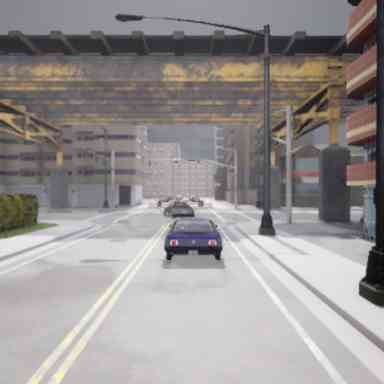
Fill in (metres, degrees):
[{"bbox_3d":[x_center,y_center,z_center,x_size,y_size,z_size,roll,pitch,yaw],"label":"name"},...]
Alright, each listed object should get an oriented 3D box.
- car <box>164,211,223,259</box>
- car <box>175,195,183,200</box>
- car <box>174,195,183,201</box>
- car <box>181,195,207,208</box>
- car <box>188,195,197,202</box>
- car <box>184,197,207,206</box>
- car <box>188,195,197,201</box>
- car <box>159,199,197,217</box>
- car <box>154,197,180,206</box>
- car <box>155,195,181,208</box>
[{"bbox_3d":[0.061,1.611,12.578,1.895,1.301,4.718,0,0,0],"label":"car"},{"bbox_3d":[-3.299,1.361,83.513,1.853,1.218,4.536,0,0,0],"label":"car"},{"bbox_3d":[-3.298,1.519,83.461,2.038,1.542,4.974,0,0,0],"label":"car"},{"bbox_3d":[0.508,1.491,48.343,2.038,1.542,4.974,0,0,-20],"label":"car"},{"bbox_3d":[0.135,1.512,74.940,2.038,1.542,4.974,0,0,0],"label":"car"},{"bbox_3d":[0.490,1.334,48.392,1.853,1.218,4.536,0,0,-20],"label":"car"},{"bbox_3d":[0.134,1.354,74.992,1.853,1.218,4.536,0,0,0],"label":"car"},{"bbox_3d":[-1.252,1.587,29.323,1.994,1.385,4.181,0,0,-17],"label":"car"},{"bbox_3d":[-3.631,1.334,48.697,1.853,1.218,4.536,0,0,25],"label":"car"},{"bbox_3d":[-3.653,1.491,48.650,2.038,1.542,4.974,0,0,25],"label":"car"}]
